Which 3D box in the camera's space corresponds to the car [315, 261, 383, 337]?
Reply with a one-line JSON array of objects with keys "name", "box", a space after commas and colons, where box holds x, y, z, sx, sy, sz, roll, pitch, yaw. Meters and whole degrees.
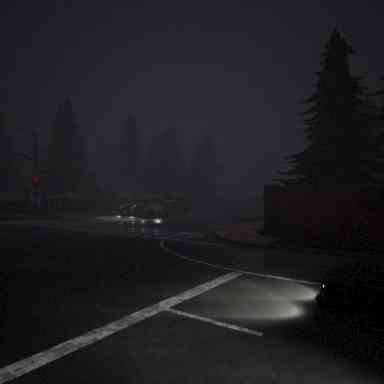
[{"name": "car", "box": [4.752, 1.547, 4.875, 5.357, 1.411, 2.033, 0, 0, 36]}]

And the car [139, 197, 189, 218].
[{"name": "car", "box": [-2.226, 1.478, 30.662, 1.882, 1.535, 5.008, 0, 0, 35]}]

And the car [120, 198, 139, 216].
[{"name": "car", "box": [-4.958, 1.352, 32.857, 2.097, 1.767, 4.553, 0, 0, 35]}]
